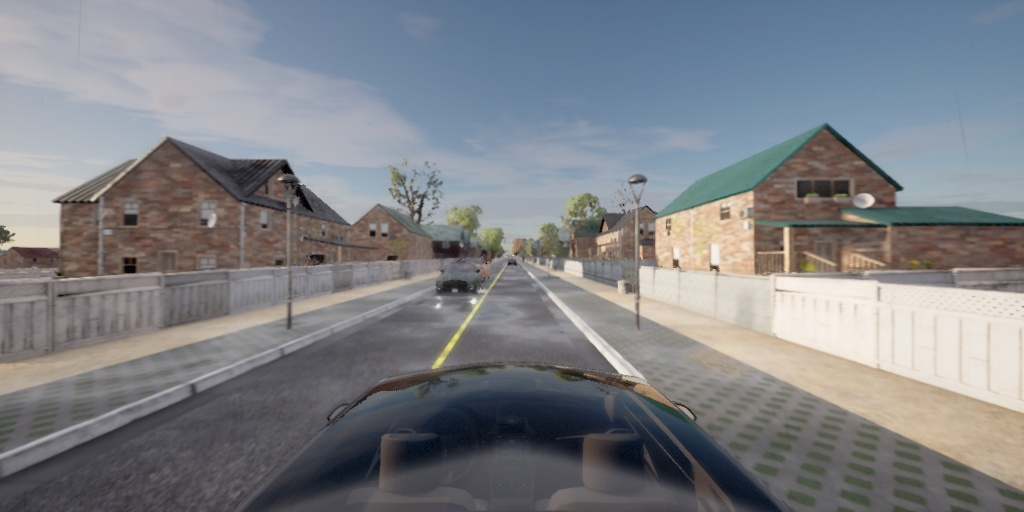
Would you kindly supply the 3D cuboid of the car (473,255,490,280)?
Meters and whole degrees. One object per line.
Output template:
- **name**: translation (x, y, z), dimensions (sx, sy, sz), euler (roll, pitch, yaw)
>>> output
- **car**: translation (-2.729, 0.819, 25.323), dimensions (2.097, 1.767, 4.553), euler (0, 0, 0)

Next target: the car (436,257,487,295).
- **car**: translation (-2.770, 1.099, 19.755), dimensions (2.097, 1.767, 4.553), euler (0, 0, 1)
